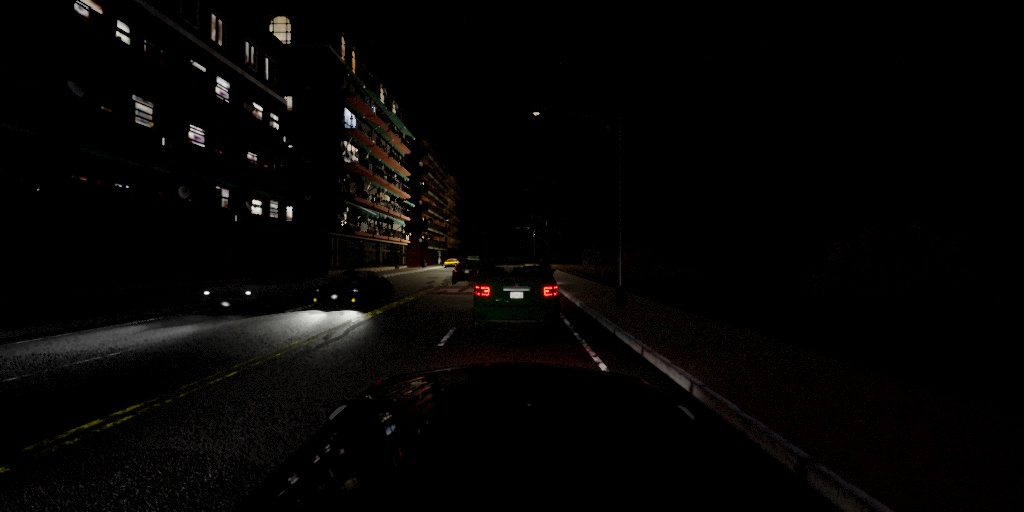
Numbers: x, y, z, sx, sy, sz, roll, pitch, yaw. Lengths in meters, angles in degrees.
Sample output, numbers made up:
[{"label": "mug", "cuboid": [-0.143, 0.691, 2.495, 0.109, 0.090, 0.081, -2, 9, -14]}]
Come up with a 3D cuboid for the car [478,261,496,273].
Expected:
[{"label": "car", "cuboid": [-3.010, 1.347, 43.997, 1.895, 1.301, 4.718, 0, 0, 0]}]

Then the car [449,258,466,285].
[{"label": "car", "cuboid": [-3.068, 1.102, 26.539, 2.097, 1.767, 4.553, 0, 0, 0]}]

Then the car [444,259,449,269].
[{"label": "car", "cuboid": [-9.651, 1.221, 57.758, 1.882, 1.535, 5.008, 0, 0, 0]}]

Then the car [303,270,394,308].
[{"label": "car", "cuboid": [-6.556, 1.314, 15.206, 1.994, 1.385, 4.181, 0, 0, 0]}]

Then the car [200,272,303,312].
[{"label": "car", "cuboid": [-9.808, 1.351, 14.505, 1.895, 1.301, 4.718, 0, 0, 0]}]

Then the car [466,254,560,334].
[{"label": "car", "cuboid": [0.123, 0.972, 10.750, 2.150, 2.045, 5.566, 0, 0, 0]}]
